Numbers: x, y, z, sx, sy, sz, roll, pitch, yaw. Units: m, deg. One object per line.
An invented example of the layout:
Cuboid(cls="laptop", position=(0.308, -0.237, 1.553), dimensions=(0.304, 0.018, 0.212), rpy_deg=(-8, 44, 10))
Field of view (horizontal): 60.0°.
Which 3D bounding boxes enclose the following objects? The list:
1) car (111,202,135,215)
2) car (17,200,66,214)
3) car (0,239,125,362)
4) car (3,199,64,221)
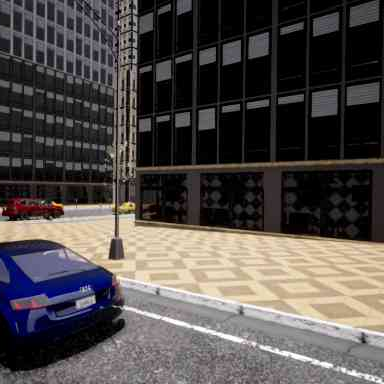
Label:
Cuboid(cls="car", position=(-7.036, 1.831, 38.390), dimensions=(1.752, 1.417, 4.829), rpy_deg=(1, 0, 36))
Cuboid(cls="car", position=(-17.332, 1.643, 38.515), dimensions=(1.752, 1.417, 4.829), rpy_deg=(1, 0, 36))
Cuboid(cls="car", position=(-3.195, 1.561, 5.944), dimensions=(4.181, 1.385, 1.994), rpy_deg=(0, 0, 34))
Cuboid(cls="car", position=(-13.798, 1.520, 29.153), dimensions=(2.192, 1.841, 5.009), rpy_deg=(1, 0, 36))
